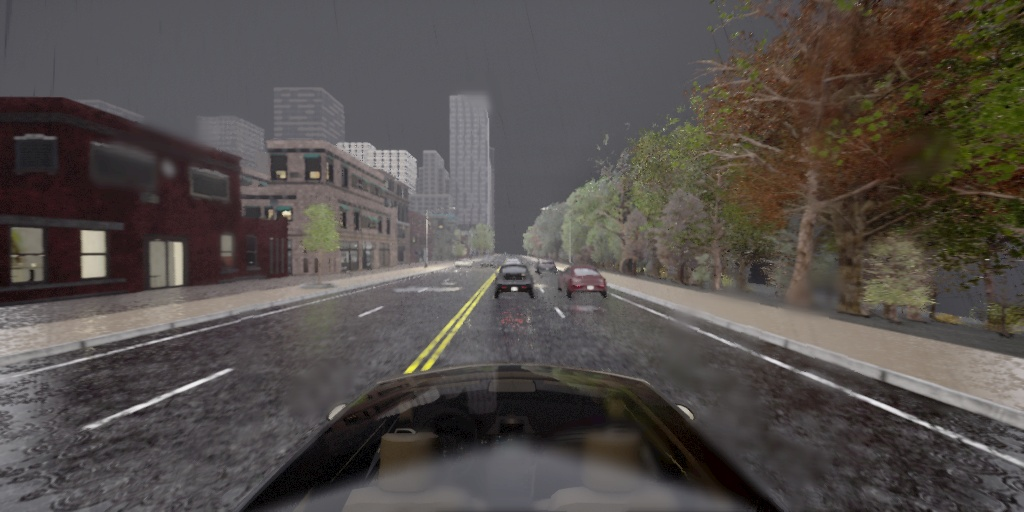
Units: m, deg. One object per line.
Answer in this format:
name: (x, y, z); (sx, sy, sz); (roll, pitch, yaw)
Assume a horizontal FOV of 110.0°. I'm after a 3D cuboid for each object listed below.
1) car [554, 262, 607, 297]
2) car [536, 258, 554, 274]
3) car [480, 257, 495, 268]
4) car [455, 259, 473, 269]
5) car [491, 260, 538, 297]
car: (3.358, 1.158, 17.624); (1.812, 1.442, 4.674); (0, 1, 0)
car: (3.342, 0.985, 36.184); (2.128, 1.511, 4.902); (0, 1, 0)
car: (-3.292, 0.894, 49.846); (1.837, 1.490, 4.892); (0, 1, 1)
car: (-6.551, 0.999, 48.763); (1.895, 1.301, 4.718); (0, 0, 1)
car: (0.102, 1.138, 17.879); (1.837, 1.490, 4.892); (0, 1, 0)
